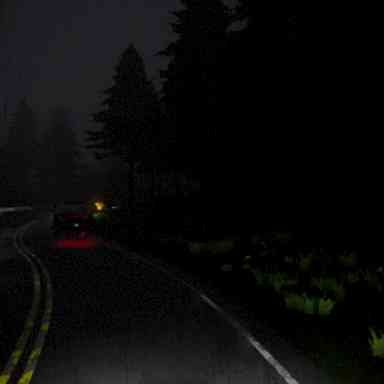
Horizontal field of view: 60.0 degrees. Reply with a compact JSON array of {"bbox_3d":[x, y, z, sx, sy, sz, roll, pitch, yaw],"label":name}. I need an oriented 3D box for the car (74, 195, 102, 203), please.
[{"bbox_3d":[-8.828,1.275,26.867,1.812,1.442,4.674,0,1,-5],"label":"car"}]

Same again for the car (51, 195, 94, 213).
[{"bbox_3d":[-12.430,1.214,35.011,1.882,1.535,5.008,-2,0,11],"label":"car"}]

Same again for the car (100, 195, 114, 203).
[{"bbox_3d":[-8.810,1.114,32.567,1.801,1.575,5.366,-1,1,6],"label":"car"}]

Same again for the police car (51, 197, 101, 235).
[{"bbox_3d":[-6.514,1.308,18.117,1.930,1.638,5.238,1,1,-24],"label":"police car"}]
